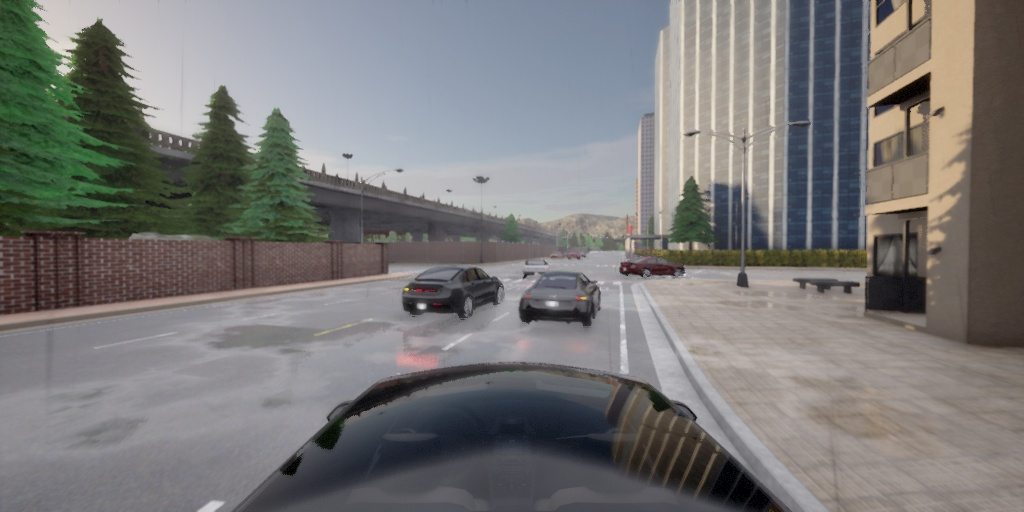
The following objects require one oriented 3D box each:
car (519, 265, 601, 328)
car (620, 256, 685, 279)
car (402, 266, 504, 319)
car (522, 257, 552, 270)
[{"bbox_3d":[1.603,1.149,10.964,1.994,1.385,4.181,0,1,17],"label":"car"},{"bbox_3d":[10.343,0.805,26.313,5.008,1.535,1.882,0,0,-21],"label":"car"},{"bbox_3d":[-1.735,1.075,12.018,1.837,1.490,4.892,0,1,17],"label":"car"},{"bbox_3d":[1.746,0.905,27.118,1.895,1.301,4.718,0,1,2],"label":"car"}]
